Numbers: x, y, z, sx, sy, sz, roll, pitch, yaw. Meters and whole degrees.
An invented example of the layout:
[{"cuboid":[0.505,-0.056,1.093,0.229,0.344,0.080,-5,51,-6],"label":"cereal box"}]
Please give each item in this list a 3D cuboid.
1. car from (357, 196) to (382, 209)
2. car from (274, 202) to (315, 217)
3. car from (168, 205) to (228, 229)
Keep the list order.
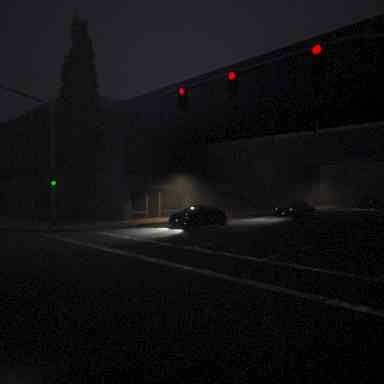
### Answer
[{"cuboid":[24.654,1.350,46.101,2.097,1.767,4.553,0,0,45],"label":"car"},{"cuboid":[9.623,1.600,31.011,1.895,1.301,4.718,0,0,45],"label":"car"},{"cuboid":[0.469,1.563,21.743,1.994,1.385,4.181,0,0,45],"label":"car"}]
